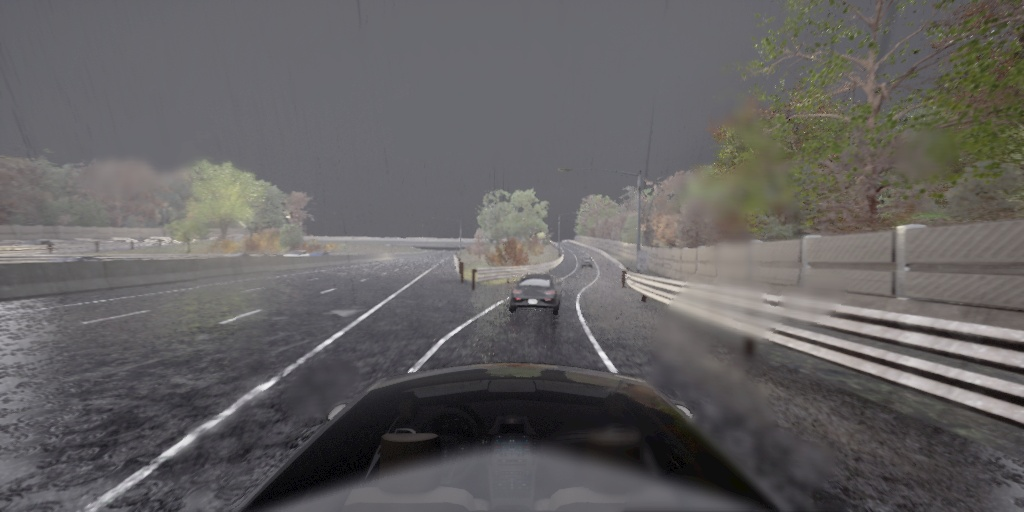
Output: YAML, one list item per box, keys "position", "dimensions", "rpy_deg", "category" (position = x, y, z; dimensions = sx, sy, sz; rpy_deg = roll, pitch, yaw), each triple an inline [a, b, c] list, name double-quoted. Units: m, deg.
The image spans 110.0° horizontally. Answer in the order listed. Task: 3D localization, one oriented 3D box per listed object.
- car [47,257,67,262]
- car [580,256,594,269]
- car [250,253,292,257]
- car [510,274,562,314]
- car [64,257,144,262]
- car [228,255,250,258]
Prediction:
- position: [-29.787, 0.761, 24.352]
  dimensions: [2.033, 1.411, 5.357]
  rpy_deg: [1, 0, -9]
  category: "car"
- position: [12.454, 1.256, 59.553]
  dimensions: [1.837, 1.490, 4.892]
  rpy_deg: [1, 3, 11]
  category: "car"
- position: [-29.300, 0.677, 43.717]
  dimensions: [1.895, 1.301, 4.718]
  rpy_deg: [1, 0, -9]
  category: "car"
- position: [1.048, 1.437, 14.644]
  dimensions: [1.812, 1.442, 4.674]
  rpy_deg: [1, -1, 8]
  category: "car"
- position: [-26.195, 0.858, 24.028]
  dimensions: [1.895, 1.301, 4.718]
  rpy_deg: [1, 0, -9]
  category: "car"
- position: [-32.735, 0.568, 43.053]
  dimensions: [1.812, 1.442, 4.674]
  rpy_deg: [1, 0, -9]
  category: "car"
